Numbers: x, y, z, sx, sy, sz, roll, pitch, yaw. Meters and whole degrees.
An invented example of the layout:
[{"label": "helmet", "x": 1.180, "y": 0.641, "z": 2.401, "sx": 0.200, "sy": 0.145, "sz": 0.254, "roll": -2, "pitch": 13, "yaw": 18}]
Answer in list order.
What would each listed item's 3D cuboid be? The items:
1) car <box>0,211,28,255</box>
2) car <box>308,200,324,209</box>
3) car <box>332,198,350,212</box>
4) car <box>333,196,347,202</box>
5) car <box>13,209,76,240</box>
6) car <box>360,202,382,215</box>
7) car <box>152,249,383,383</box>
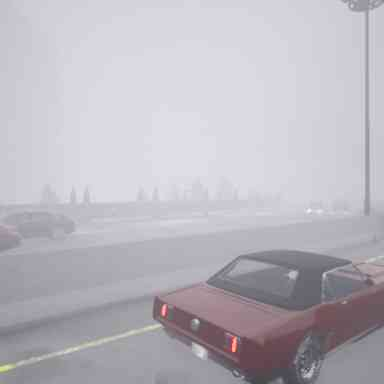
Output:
[{"label": "car", "x": -8.287, "y": 1.574, "z": 11.101, "sx": 4.674, "sy": 1.442, "sz": 1.812, "roll": 0, "pitch": 0, "yaw": -36}, {"label": "car", "x": 18.095, "y": 1.775, "z": 48.359, "sx": 1.895, "sy": 1.301, "sz": 4.718, "roll": 0, "pitch": 0, "yaw": 25}, {"label": "car", "x": 19.023, "y": 1.629, "z": 42.446, "sx": 1.882, "sy": 1.535, "sz": 5.008, "roll": 0, "pitch": 0, "yaw": 27}, {"label": "car", "x": 32.750, "y": 1.539, "z": 73.774, "sx": 1.994, "sy": 1.385, "sz": 4.181, "roll": 0, "pitch": 0, "yaw": 11}, {"label": "car", "x": -8.023, "y": 1.571, "z": 15.668, "sx": 4.892, "sy": 1.490, "sz": 1.837, "roll": 0, "pitch": 0, "yaw": -38}, {"label": "car", "x": 19.107, "y": 1.725, "z": 35.477, "sx": 1.895, "sy": 1.301, "sz": 4.718, "roll": 0, "pitch": 0, "yaw": 31}, {"label": "car", "x": 1.834, "y": 1.621, "z": 5.348, "sx": 4.718, "sy": 1.301, "sz": 1.895, "roll": 0, "pitch": 0, "yaw": -38}]
